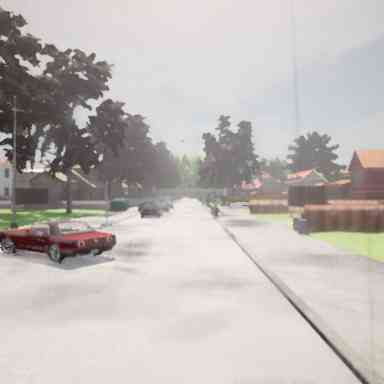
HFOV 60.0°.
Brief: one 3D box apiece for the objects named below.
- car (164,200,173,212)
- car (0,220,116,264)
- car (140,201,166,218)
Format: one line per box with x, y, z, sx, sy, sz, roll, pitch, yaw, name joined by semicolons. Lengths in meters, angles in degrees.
-4.000;1.931;43.867;1.994;1.385;4.181;0;0;0;car
-5.120;1.705;12.332;4.718;1.301;1.895;0;-1;33;car
-4.046;1.885;33.875;1.895;1.301;4.718;0;0;0;car
